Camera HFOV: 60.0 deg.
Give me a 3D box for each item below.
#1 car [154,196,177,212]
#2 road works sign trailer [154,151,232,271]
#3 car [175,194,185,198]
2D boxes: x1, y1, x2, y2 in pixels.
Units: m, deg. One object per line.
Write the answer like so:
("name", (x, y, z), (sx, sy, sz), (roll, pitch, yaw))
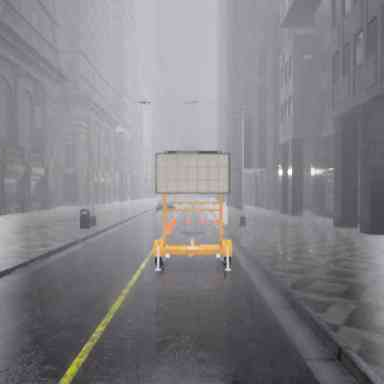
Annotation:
("car", (-3.073, 1.543, 38.624), (1.812, 1.442, 4.674), (0, 0, 0))
("road works sign trailer", (0.024, 0.462, 10.883), (2.380, 3.560, 2.880), (0, 0, 0))
("car", (-2.920, 0.947, 78.993), (2.150, 2.045, 5.566), (0, 0, 0))
